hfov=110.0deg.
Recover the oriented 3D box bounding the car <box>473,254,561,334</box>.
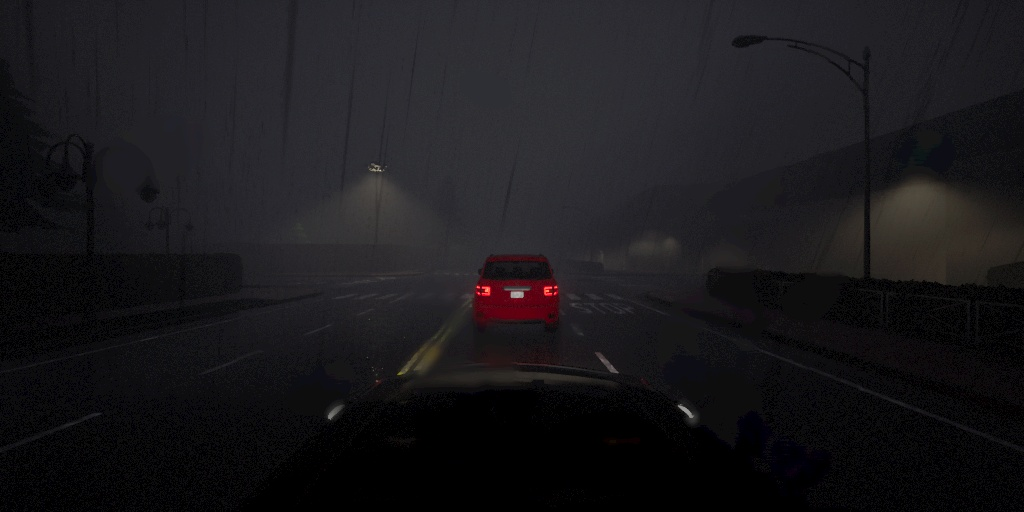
[{"bbox_3d":[0.124,0.971,10.800,2.150,2.045,5.566,0,0,0],"label":"car"}]

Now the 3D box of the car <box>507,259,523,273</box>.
[{"bbox_3d":[0.368,1.224,45.650,1.882,1.535,5.008,0,0,1],"label":"car"}]
